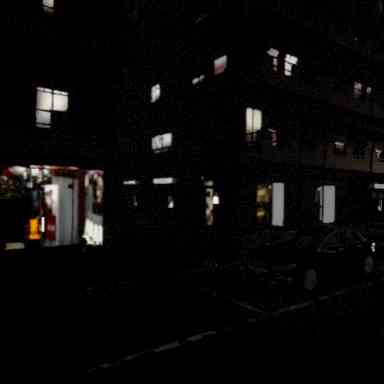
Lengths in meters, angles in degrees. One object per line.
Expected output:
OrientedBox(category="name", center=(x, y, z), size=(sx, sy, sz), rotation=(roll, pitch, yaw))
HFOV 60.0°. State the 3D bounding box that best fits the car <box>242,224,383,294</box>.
OrientedBox(category="car", center=(3.255, 1.575, 8.830), size=(4.403, 1.369, 2.008), rotation=(0, 1, -36))
